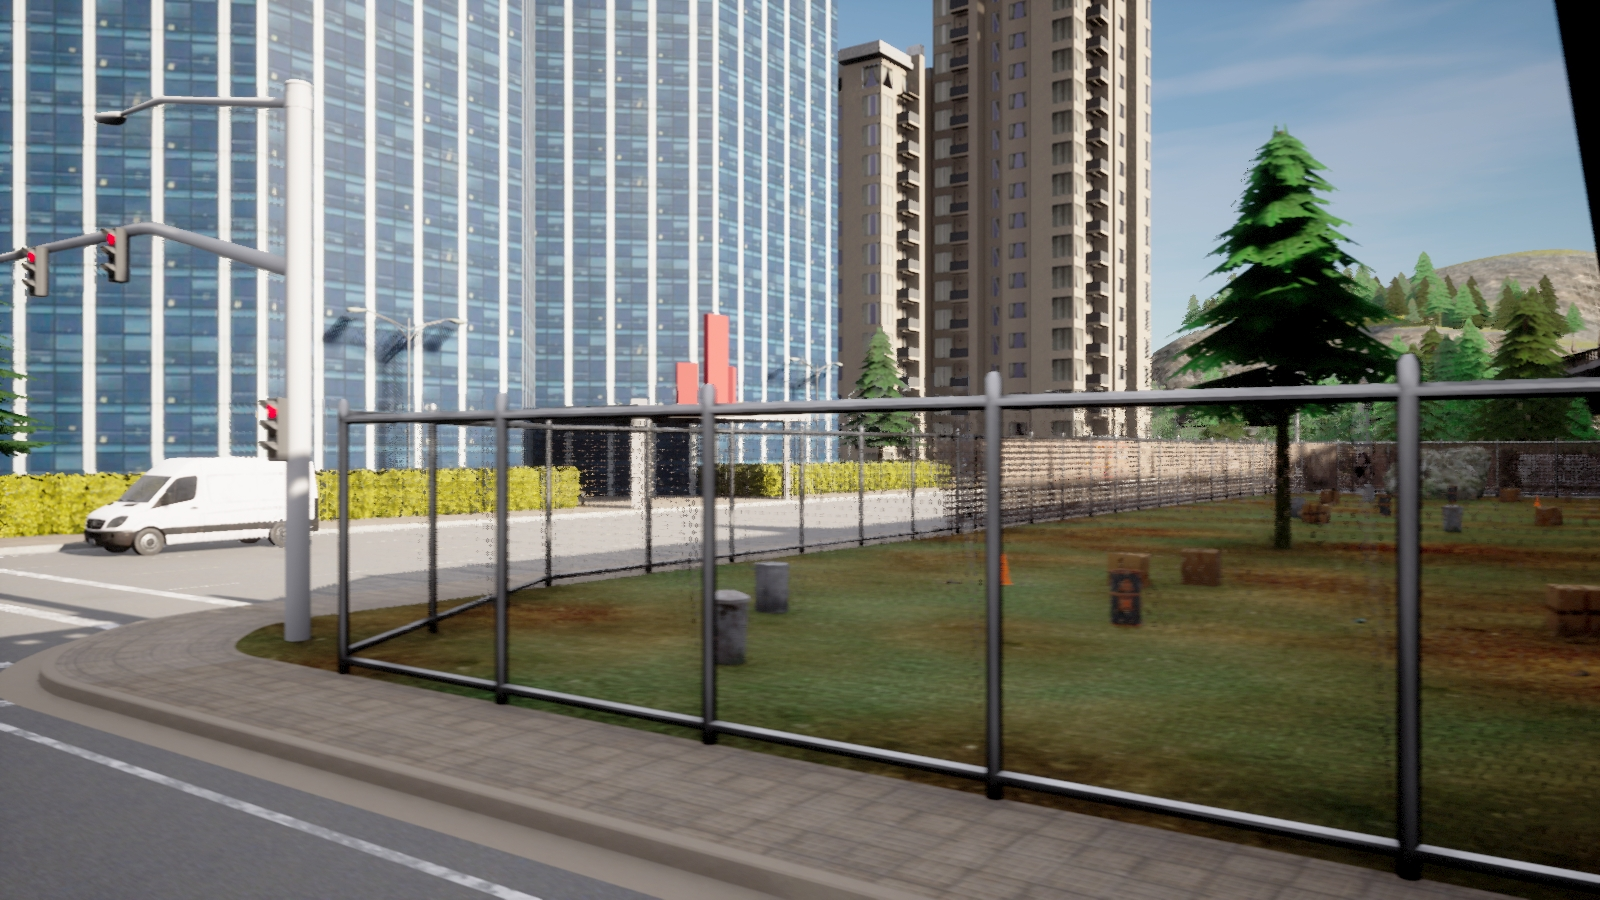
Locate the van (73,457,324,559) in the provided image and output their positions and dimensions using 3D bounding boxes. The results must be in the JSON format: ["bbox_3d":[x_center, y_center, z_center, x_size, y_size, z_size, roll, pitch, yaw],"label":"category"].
[{"bbox_3d":[-16.542,1.479,31.803,1.988,2.561,5.915,0,0,35],"label":"van"}]
